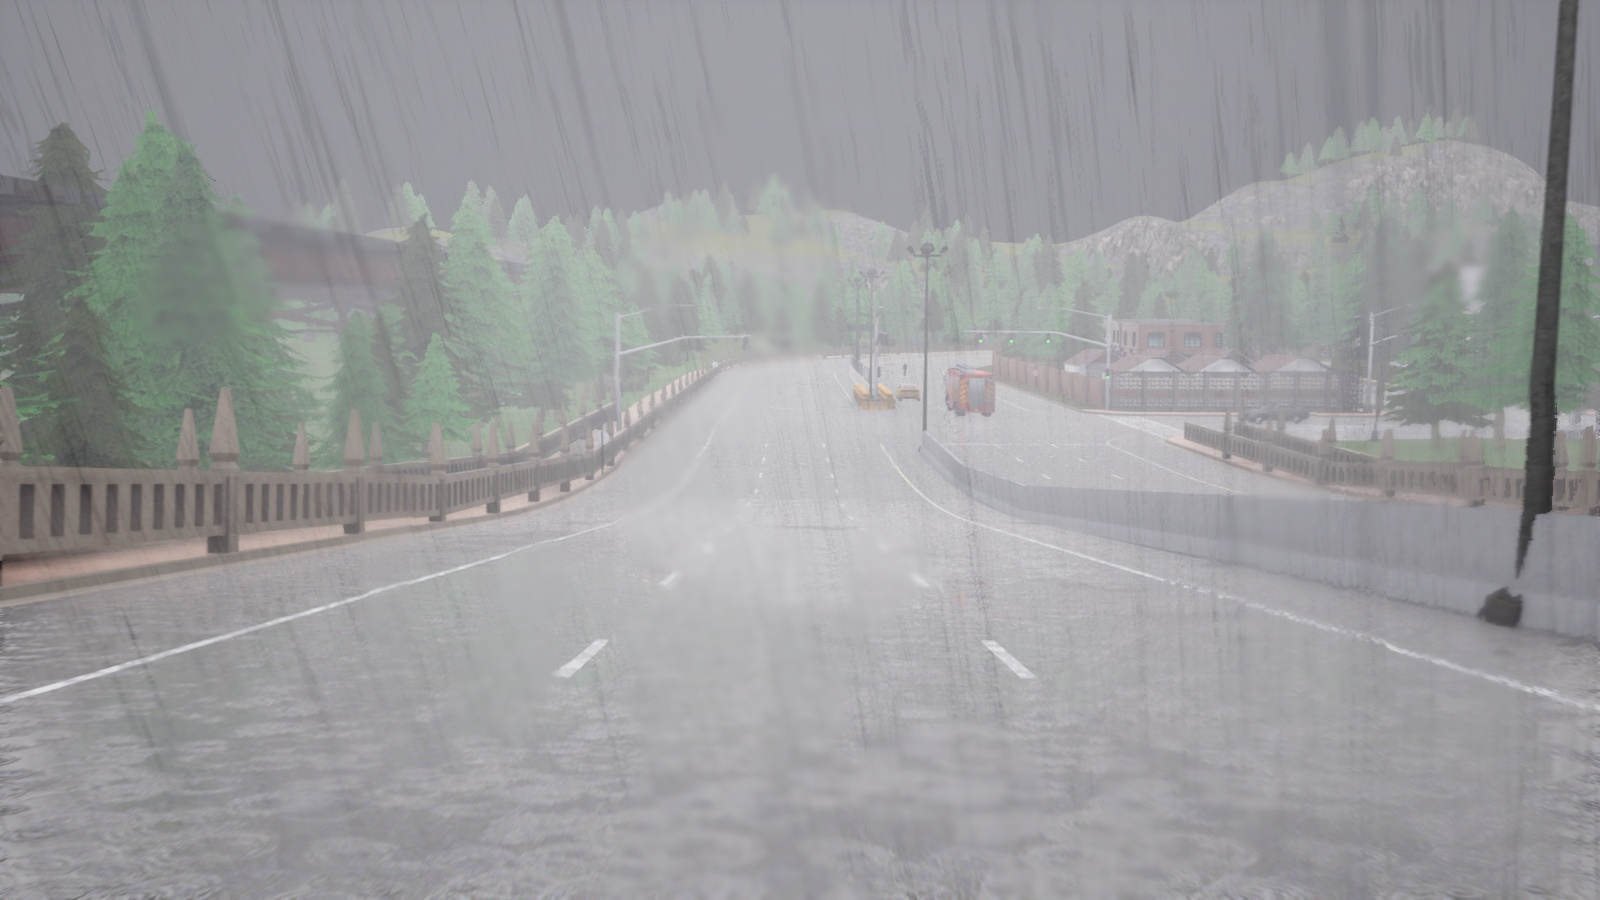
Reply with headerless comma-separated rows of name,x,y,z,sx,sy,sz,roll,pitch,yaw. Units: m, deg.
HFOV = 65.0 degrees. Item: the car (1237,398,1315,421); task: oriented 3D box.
car,34.891,-2.981,92.130,4.902,1.511,2.128,0,6,1
